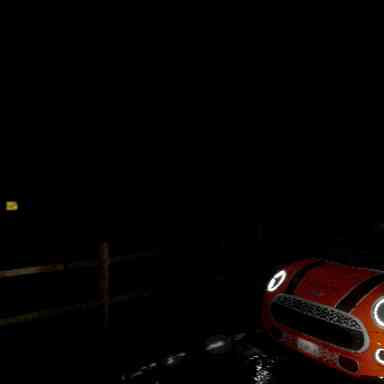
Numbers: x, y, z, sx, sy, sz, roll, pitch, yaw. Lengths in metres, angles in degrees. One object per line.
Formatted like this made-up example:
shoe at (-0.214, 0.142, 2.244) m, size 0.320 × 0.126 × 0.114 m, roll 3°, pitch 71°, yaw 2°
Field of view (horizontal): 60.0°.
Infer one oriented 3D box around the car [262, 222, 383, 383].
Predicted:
car at (3.262, 1.343, 5.483) m, size 4.553 × 1.767 × 2.097 m, roll 0°, pitch 0°, yaw -36°
